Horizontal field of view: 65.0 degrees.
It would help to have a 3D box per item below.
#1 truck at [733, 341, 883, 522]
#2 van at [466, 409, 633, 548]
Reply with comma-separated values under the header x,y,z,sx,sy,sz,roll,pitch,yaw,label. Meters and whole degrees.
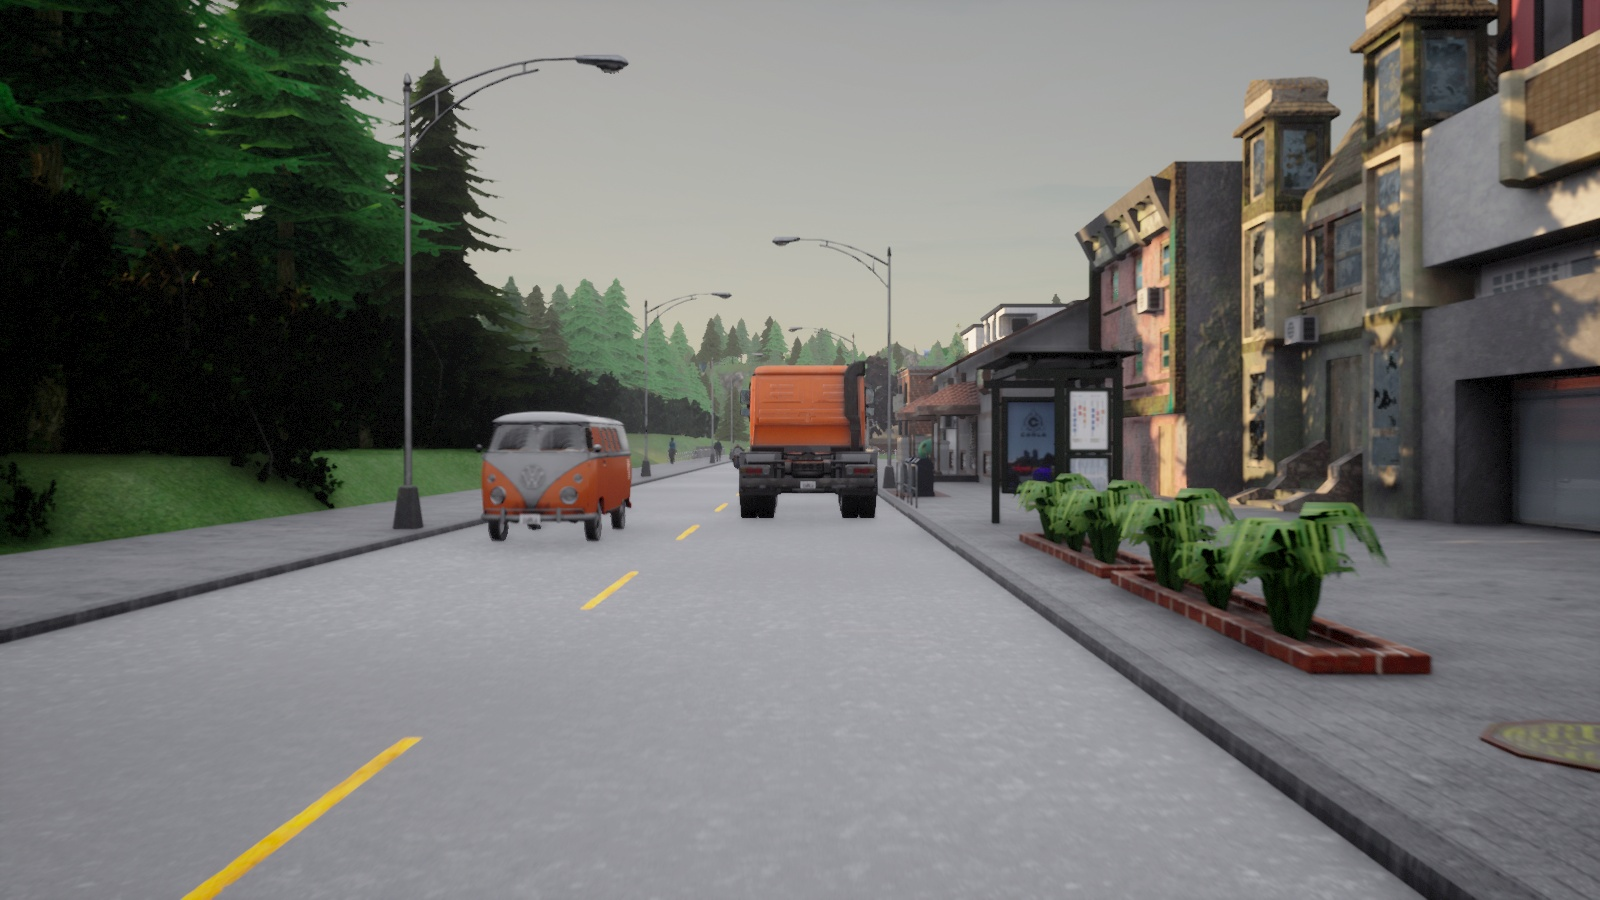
x,y,z,sx,sy,sz,roll,pitch,yaw,label
0.174,-0.374,28.086,2.891,3.462,7.936,0,0,0,truck
-3.871,0.395,20.171,1.775,1.987,4.442,0,0,0,van
